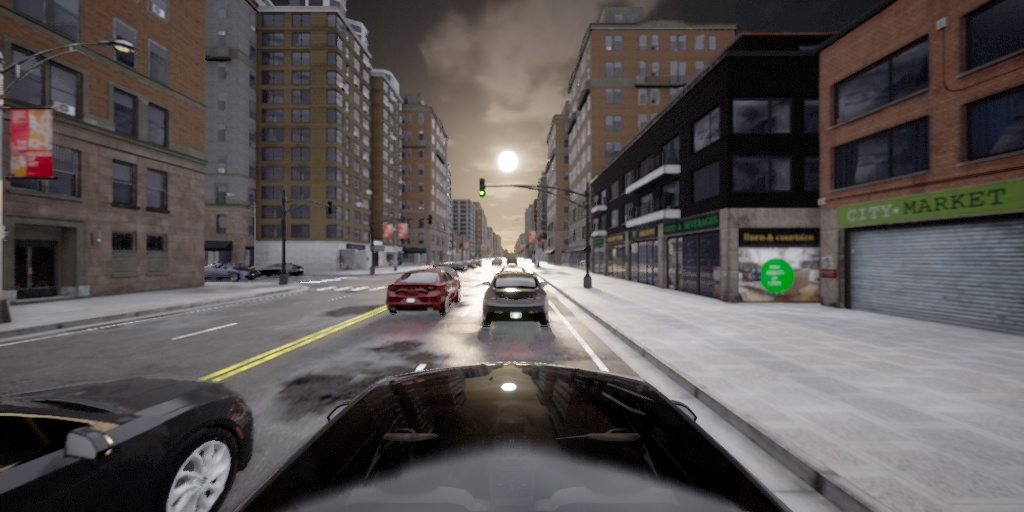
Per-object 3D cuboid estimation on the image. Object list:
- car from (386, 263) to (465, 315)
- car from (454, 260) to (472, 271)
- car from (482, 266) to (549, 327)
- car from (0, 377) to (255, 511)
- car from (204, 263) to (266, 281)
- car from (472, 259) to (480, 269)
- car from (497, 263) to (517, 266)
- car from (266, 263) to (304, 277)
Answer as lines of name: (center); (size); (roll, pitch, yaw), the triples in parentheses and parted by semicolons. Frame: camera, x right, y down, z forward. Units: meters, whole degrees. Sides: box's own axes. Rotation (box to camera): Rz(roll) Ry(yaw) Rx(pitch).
car: (-3.152, 1.221, 13.626); (1.882, 1.535, 5.008); (0, 0, 0)
car: (-6.607, 1.283, 44.814); (2.033, 1.411, 5.357); (0, 0, 0)
car: (0.098, 1.249, 11.548); (1.837, 1.490, 4.892); (0, 0, 0)
car: (-3.147, 1.254, 1.126); (1.837, 1.490, 4.892); (0, 0, 0)
car: (-22.639, 1.294, 28.624); (4.181, 1.385, 1.994); (0, 0, 0)
car: (-6.586, 1.283, 55.266); (2.033, 1.411, 5.357); (0, 0, 1)
car: (0.076, 1.340, 23.664); (1.895, 1.301, 4.718); (0, 0, 0)
car: (-22.155, 1.322, 34.104); (4.313, 1.339, 1.948); (0, 0, 0)
